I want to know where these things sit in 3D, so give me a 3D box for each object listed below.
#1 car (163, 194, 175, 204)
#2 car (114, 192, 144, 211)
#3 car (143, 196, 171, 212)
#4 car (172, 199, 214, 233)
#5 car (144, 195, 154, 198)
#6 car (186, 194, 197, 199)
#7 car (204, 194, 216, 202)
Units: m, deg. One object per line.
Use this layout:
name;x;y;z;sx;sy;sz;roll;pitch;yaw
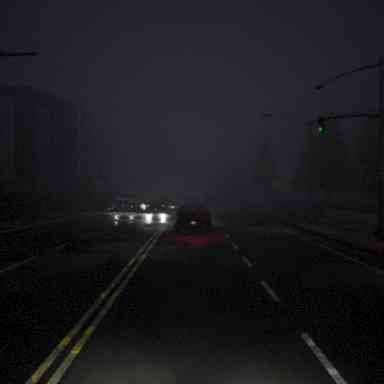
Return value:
car;-3.640;1.094;50.655;2.097;1.767;4.553;0;0;0
car;-7.148;1.033;37.254;2.150;2.045;5.566;0;0;1
car;-3.642;1.421;35.512;1.895;1.301;4.718;0;0;0
car;0.072;1.380;19.156;1.882;1.535;5.008;0;0;0
car;-7.117;1.212;55.318;2.128;1.511;4.902;0;0;0
car;-0.091;1.158;62.909;1.882;1.535;5.008;0;0;0
car;3.409;1.172;62.914;2.128;1.511;4.902;0;0;0
